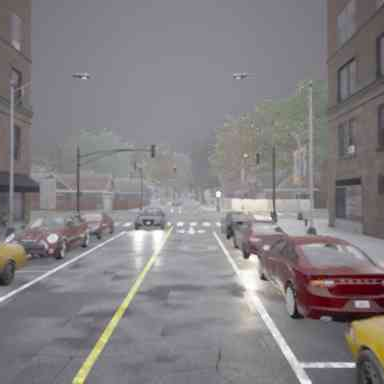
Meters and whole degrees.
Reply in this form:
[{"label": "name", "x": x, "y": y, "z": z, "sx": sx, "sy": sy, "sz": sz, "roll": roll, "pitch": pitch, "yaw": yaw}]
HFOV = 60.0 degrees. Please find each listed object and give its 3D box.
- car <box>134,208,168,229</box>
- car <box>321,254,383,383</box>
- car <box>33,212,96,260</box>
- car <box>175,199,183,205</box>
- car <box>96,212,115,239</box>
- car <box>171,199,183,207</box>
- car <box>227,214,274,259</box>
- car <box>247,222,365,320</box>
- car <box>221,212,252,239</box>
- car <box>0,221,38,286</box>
[{"label": "car", "x": -2.792, "y": 1.819, "z": 23.338, "sx": 1.994, "sy": 1.385, "sz": 4.181, "roll": 0, "pitch": -1, "yaw": 0}, {"label": "car", "x": 2.636, "y": 1.546, "z": 2.029, "sx": 1.752, "sy": 1.417, "sz": 4.829, "roll": 0, "pitch": -1, "yaw": 0}, {"label": "car", "x": -5.410, "y": 1.584, "z": 12.879, "sx": 1.967, "sy": 1.590, "sz": 4.097, "roll": 0, "pitch": -1, "yaw": 0}, {"label": "car", "x": -3.246, "y": 2.434, "z": 83.276, "sx": 1.882, "sy": 1.535, "sz": 5.008, "roll": 0, "pitch": -1, "yaw": 0}, {"label": "car", "x": -5.420, "y": 1.786, "z": 18.396, "sx": 1.802, "sy": 1.307, "sz": 4.206, "roll": 0, "pitch": -1, "yaw": 0}, {"label": "car", "x": -3.178, "y": 2.268, "z": 67.783, "sx": 1.837, "sy": 1.490, "sz": 4.892, "roll": 0, "pitch": 0, "yaw": 0}, {"label": "car", "x": 2.616, "y": 1.719, "z": 12.894, "sx": 1.802, "sy": 1.307, "sz": 4.206, "roll": 0, "pitch": -1, "yaw": 0}, {"label": "car", "x": 2.626, "y": 1.622, "z": 7.377, "sx": 1.887, "sy": 1.381, "sz": 4.507, "roll": 0, "pitch": -1, "yaw": 0}, {"label": "car", "x": 2.605, "y": 1.762, "z": 18.413, "sx": 1.947, "sy": 1.339, "sz": 4.313, "roll": 0, "pitch": -1, "yaw": 0}, {"label": "car", "x": -5.399, "y": 1.608, "z": 7.189, "sx": 1.752, "sy": 1.417, "sz": 4.829, "roll": 0, "pitch": -1, "yaw": 0}]
